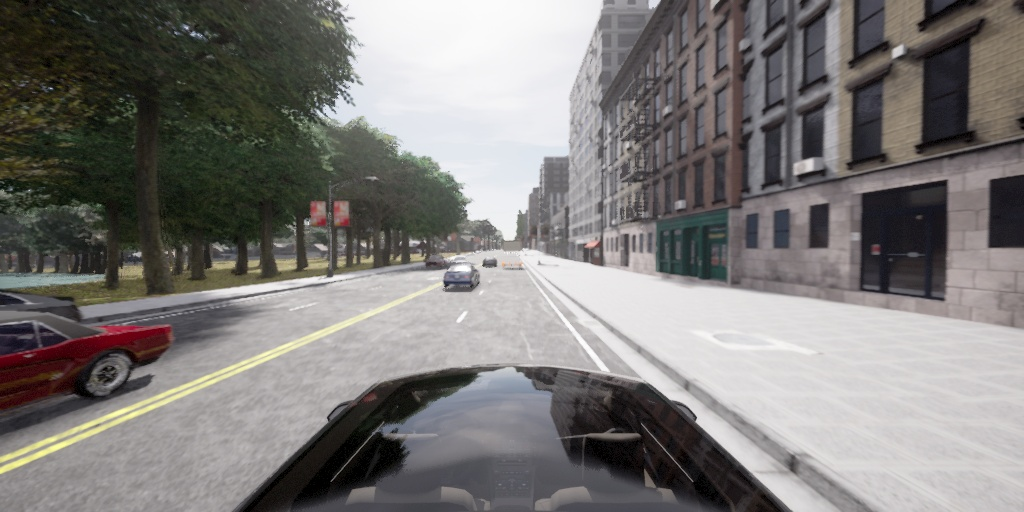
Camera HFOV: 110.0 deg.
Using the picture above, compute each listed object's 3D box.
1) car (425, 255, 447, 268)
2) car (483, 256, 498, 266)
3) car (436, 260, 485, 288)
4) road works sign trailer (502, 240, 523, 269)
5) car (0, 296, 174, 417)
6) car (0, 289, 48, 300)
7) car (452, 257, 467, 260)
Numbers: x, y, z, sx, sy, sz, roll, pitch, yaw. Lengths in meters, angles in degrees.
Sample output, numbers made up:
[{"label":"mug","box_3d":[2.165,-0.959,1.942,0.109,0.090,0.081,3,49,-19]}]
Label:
[{"label":"car","box_3d":[-9.815,0.628,46.489,2.097,1.767,4.553,0,1,0]},{"label":"car","box_3d":[-3.137,0.739,51.754,1.994,1.385,4.181,0,1,0]},{"label":"car","box_3d":[-3.144,1.201,23.015,2.033,1.411,5.357,0,1,0]},{"label":"road works sign trailer","box_3d":[0.011,-0.229,44.868,2.380,3.560,2.880,0,0,0]},{"label":"car","box_3d":[-6.599,1.350,3.724,1.895,1.301,4.718,0,0,0]},{"label":"car","box_3d":[-9.849,1.239,5.347,2.128,1.511,4.902,0,0,0]},{"label":"car","box_3d":[-6.570,0.819,45.572,1.812,1.442,4.674,0,1,0]}]
